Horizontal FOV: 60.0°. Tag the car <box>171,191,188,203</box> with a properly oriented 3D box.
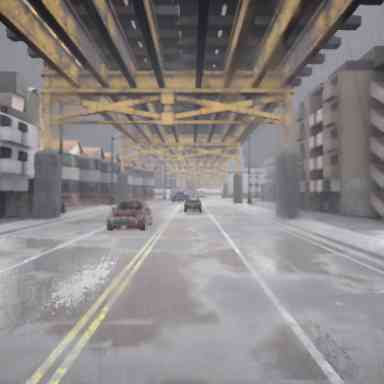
[{"bbox_3d":[-2.155,0.888,61.293,2.150,2.045,5.566,0,0,14],"label":"car"}]

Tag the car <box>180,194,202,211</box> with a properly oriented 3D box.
[{"bbox_3d":[0.093,1.307,37.064,2.128,1.511,4.902,0,0,0],"label":"car"}]

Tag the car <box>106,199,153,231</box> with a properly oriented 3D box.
[{"bbox_3d":[-3.602,1.275,19.821,2.097,1.767,4.553,0,0,0],"label":"car"}]
